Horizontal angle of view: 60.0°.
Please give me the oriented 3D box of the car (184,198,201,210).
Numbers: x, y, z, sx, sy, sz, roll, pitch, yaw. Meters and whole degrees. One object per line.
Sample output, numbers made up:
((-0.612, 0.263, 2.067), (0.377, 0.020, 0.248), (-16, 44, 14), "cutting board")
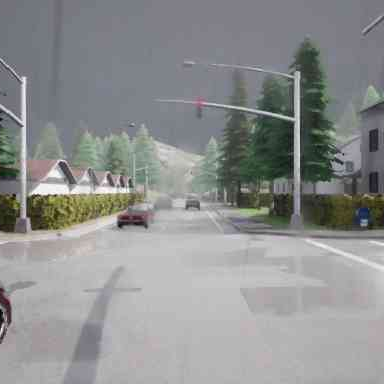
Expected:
((0.100, 1.518, 43.303), (1.837, 1.490, 4.892), (0, 0, 0), "car")

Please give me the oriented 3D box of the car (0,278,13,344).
((-3.615, 1.534, 3.154), (1.994, 1.385, 4.181), (0, 1, 0), "car")

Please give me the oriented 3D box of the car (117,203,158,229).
((-3.594, 1.608, 21.893), (1.895, 1.301, 4.718), (0, 0, 0), "car")

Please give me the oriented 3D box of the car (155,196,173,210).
((-3.565, 1.364, 42.010), (2.097, 1.767, 4.553), (0, 0, 0), "car")
